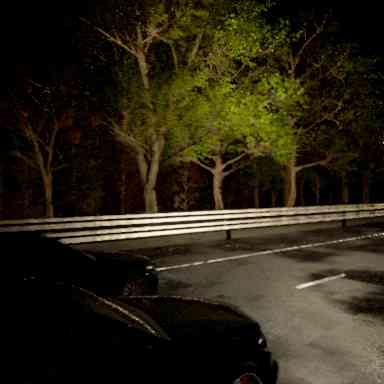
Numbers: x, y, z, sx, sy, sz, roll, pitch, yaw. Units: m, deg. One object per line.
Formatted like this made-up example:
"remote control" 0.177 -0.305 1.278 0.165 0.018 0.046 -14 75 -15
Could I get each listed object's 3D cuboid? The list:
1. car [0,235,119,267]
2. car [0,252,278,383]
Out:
"car" -2.854 1.526 6.022 4.674 1.442 1.812 0 0 -36
"car" -1.313 1.526 2.822 4.674 1.442 1.812 0 0 -36
